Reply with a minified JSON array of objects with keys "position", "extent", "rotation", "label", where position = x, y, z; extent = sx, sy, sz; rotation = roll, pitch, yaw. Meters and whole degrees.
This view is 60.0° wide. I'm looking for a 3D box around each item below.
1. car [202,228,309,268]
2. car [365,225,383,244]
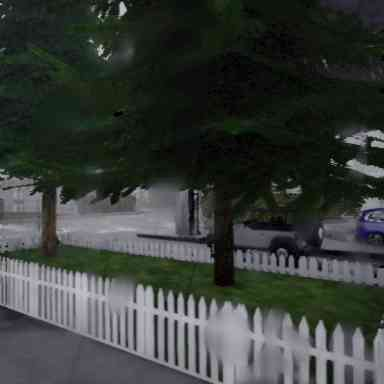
[{"position":[2.402,1.363,11.406],"extent":[3.866,1.878,1.905],"rotation":[-1,0,35],"label":"car"},{"position":[9.201,1.484,13.564],"extent":[4.611,1.667,2.242],"rotation":[-1,0,35],"label":"car"}]
